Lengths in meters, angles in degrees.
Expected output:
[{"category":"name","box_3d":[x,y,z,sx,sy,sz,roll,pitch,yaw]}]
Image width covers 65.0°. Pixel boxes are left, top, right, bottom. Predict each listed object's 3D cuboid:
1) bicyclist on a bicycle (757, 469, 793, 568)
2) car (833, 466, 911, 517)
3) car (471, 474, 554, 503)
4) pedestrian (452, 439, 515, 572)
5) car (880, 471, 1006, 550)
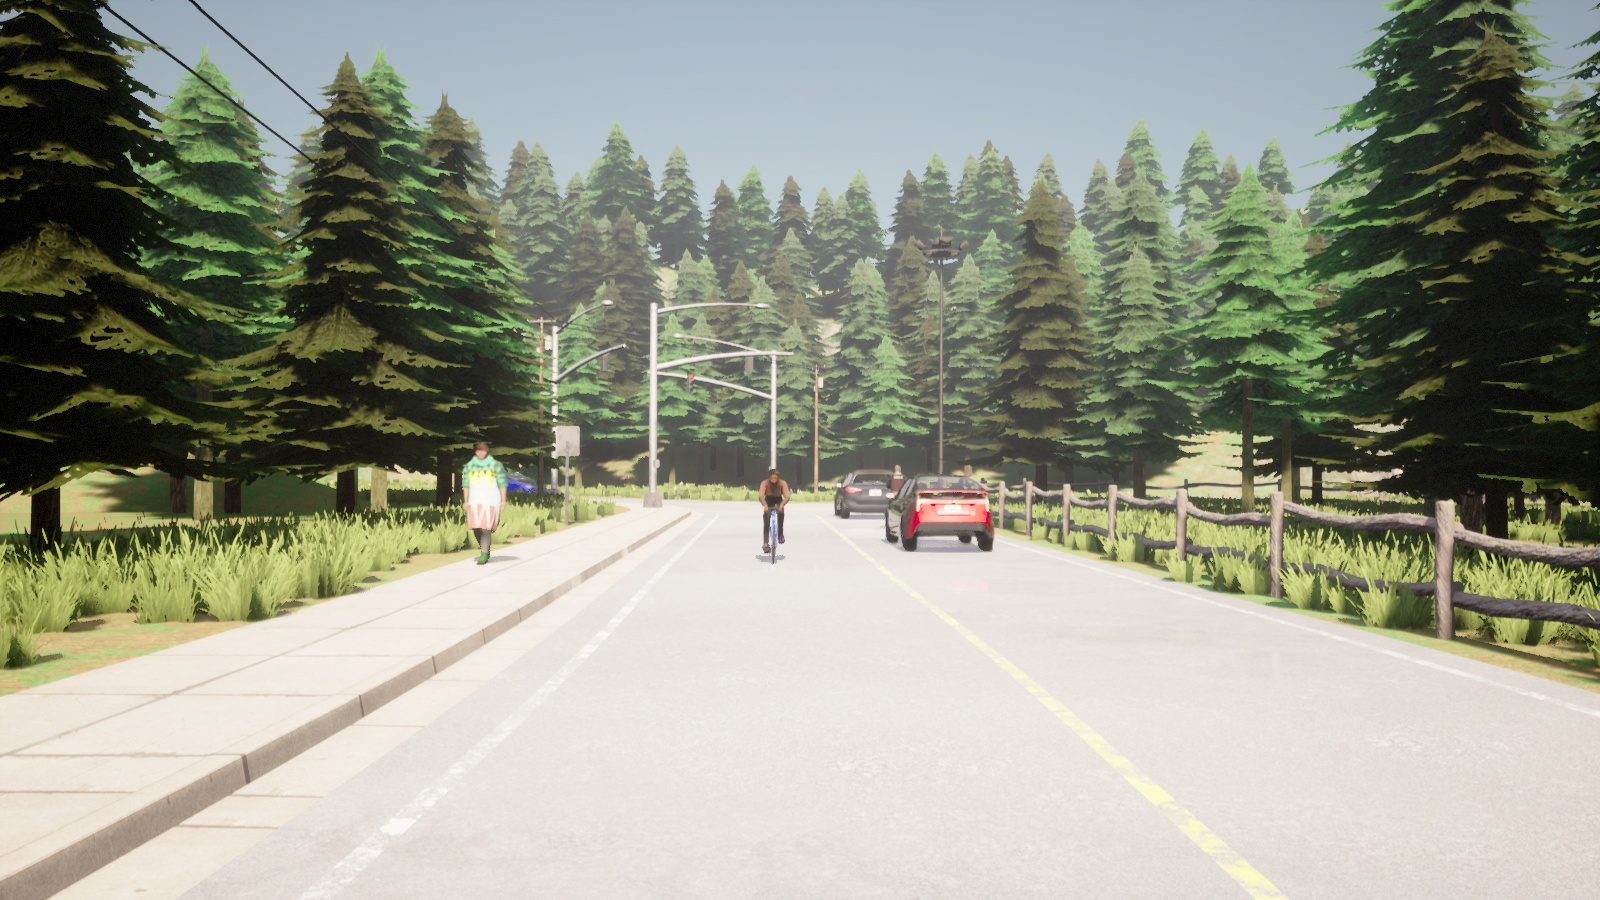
[{"category":"bicyclist on a bicycle","box_3d":[-0.440,1.143,21.457,0.582,1.620,1.656,0,-1,-2]},{"category":"car","box_3d":[2.401,1.394,43.205,2.242,1.667,4.611,0,-1,-2]},{"category":"car","box_3d":[-15.447,2.048,67.458,4.193,1.474,1.816,-1,-1,27]},{"category":"pedestrian","box_3d":[-4.767,0.827,18.942,0.659,1.952,0.873,0,-1,7]},{"category":"car","box_3d":[2.909,1.210,26.538,2.007,1.525,4.514,0,-1,-2]}]
